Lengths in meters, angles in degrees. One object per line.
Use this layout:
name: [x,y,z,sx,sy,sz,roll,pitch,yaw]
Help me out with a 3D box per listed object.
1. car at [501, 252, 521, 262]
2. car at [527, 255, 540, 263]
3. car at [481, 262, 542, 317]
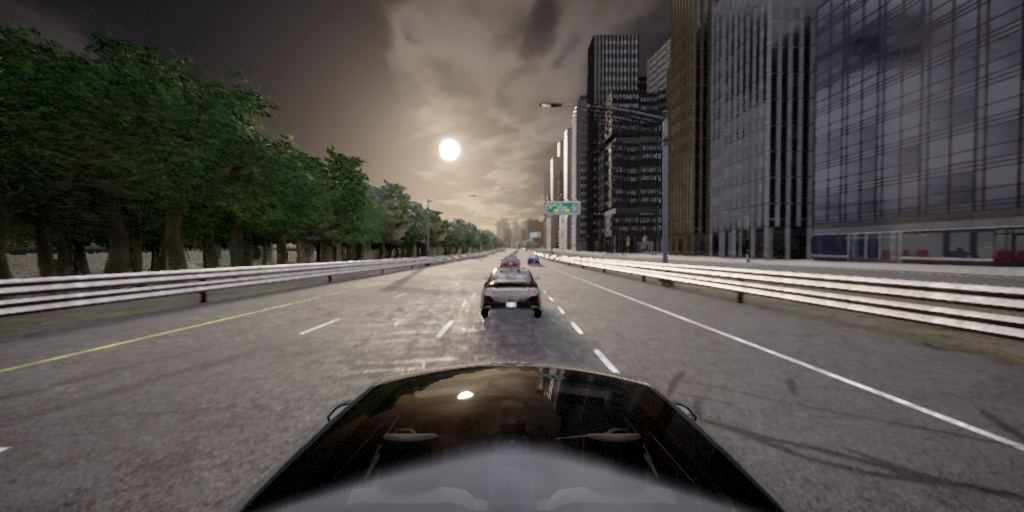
car: [-0.133,0.759,38.498,2.097,1.767,4.553,0,1,0]
car: [3.473,0.653,58.663,1.882,1.535,5.008,0,1,0]
car: [-0.032,1.145,12.586,2.128,1.511,4.902,0,1,0]
